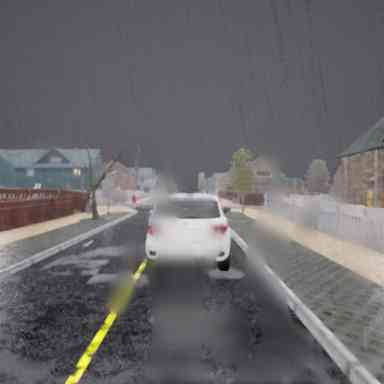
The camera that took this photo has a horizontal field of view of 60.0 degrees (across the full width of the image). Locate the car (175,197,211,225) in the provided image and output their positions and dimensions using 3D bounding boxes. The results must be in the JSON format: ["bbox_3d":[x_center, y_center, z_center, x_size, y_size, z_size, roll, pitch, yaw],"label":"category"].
[{"bbox_3d":[0.060,1.143,22.119,2.128,1.511,4.902,0,1,0],"label":"car"}]

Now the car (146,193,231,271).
[{"bbox_3d":[0.038,1.048,10.469,2.150,2.045,5.566,0,0,4],"label":"car"}]
